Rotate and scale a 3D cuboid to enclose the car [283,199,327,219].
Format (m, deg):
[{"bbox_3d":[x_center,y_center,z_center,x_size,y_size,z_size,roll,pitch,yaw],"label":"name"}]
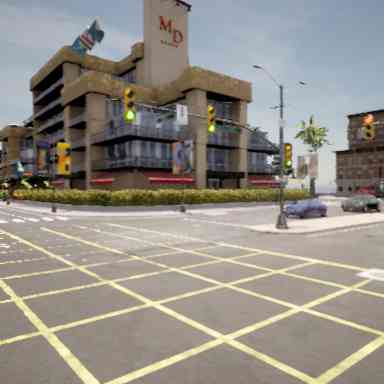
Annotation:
[{"bbox_3d":[9.185,1.320,26.998,4.674,1.442,1.812,0,1,-39],"label":"car"}]

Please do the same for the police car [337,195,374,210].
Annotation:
[{"bbox_3d":[19.709,1.188,39.970,4.974,1.542,2.038,-1,1,-39],"label":"police car"}]

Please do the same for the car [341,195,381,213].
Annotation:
[{"bbox_3d":[16.978,1.088,33.292,4.553,1.767,2.097,0,0,-39],"label":"car"}]
